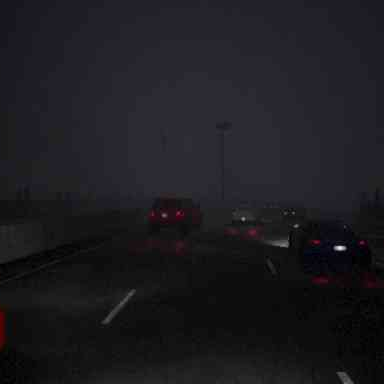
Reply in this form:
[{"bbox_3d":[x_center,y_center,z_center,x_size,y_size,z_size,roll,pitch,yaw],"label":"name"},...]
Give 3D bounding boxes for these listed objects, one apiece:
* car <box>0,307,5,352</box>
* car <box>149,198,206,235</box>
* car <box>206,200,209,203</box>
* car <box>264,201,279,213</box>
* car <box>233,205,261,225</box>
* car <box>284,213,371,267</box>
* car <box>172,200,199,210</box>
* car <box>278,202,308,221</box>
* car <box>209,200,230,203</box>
[{"bbox_3d":[-3.289,1.222,1.498,2.150,2.045,5.566,0,0,1],"label":"car"},{"bbox_3d":[-0.854,1.354,20.247,2.150,2.045,5.566,0,0,13],"label":"car"},{"bbox_3d":[1.653,2.021,60.285,2.033,1.411,5.357,0,0,35],"label":"car"},{"bbox_3d":[10.181,1.848,40.152,2.033,1.411,5.357,0,0,27],"label":"car"},{"bbox_3d":[4.297,1.712,25.725,1.812,1.442,4.674,0,-1,16],"label":"car"},{"bbox_3d":[4.704,1.659,11.894,1.994,1.385,4.181,0,0,8],"label":"car"},{"bbox_3d":[-0.846,1.929,49.615,1.895,1.301,4.718,0,0,29],"label":"car"},{"bbox_3d":[9.044,1.770,29.039,2.033,1.411,5.357,0,0,21],"label":"car"},{"bbox_3d":[5.020,1.931,52.680,1.994,1.385,4.181,0,-1,32],"label":"car"}]
